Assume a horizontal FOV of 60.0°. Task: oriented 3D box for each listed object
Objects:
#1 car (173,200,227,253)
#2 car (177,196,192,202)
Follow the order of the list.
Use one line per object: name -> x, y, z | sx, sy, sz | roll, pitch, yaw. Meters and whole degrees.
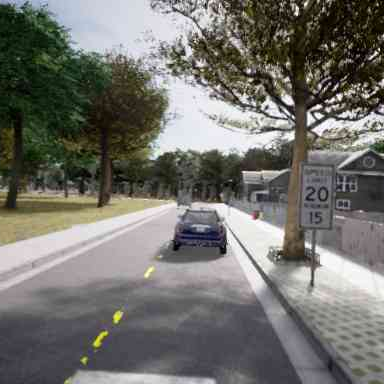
car -> 0.402, 1.468, 14.753 | 2.097, 1.767, 4.553 | 3, 0, 2
car -> -1.077, 1.361, 49.653 | 2.097, 1.767, 4.553 | 3, 0, 2
